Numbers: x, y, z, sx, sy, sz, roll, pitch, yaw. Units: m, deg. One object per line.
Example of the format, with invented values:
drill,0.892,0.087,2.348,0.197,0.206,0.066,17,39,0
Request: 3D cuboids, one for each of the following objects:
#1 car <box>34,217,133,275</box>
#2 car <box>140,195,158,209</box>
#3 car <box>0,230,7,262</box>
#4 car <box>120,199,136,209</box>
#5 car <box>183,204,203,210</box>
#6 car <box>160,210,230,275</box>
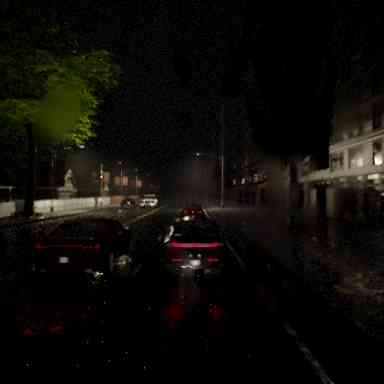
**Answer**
car,-3.154,1.536,10.666,1.882,1.535,5.008,0,0,0
car,-6.519,1.465,50.898,2.150,2.045,5.566,0,0,0
car,-6.603,1.537,8.235,2.128,1.511,4.902,0,0,0
car,-9.769,1.788,50.922,1.837,1.490,4.892,0,0,0
car,0.089,1.762,30.572,1.895,1.301,4.718,0,0,0
car,0.091,1.550,10.625,2.128,1.511,4.902,0,0,0
